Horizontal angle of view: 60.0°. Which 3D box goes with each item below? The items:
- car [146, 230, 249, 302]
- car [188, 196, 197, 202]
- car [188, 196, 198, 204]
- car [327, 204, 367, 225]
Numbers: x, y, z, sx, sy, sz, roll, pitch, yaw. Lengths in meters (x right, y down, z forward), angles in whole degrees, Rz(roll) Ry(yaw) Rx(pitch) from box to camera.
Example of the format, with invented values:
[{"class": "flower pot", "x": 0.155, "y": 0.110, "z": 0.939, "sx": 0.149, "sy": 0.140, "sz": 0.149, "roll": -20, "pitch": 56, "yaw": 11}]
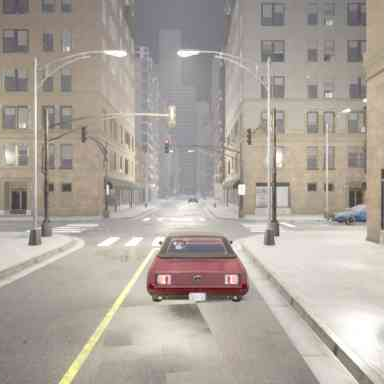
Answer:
[{"class": "car", "x": 0.093, "y": 1.601, "z": 8.214, "sx": 1.895, "sy": 1.301, "sz": 4.718, "roll": 0, "pitch": 0, "yaw": 0}, {"class": "car", "x": 0.098, "y": 1.567, "z": 75.127, "sx": 1.895, "sy": 1.301, "sz": 4.718, "roll": 0, "pitch": 0, "yaw": 0}, {"class": "car", "x": 0.180, "y": 1.507, "z": 65.198, "sx": 1.812, "sy": 1.442, "sz": 4.674, "roll": 0, "pitch": 0, "yaw": 0}, {"class": "car", "x": 12.198, "y": 1.512, "z": 22.804, "sx": 5.357, "sy": 1.411, "sz": 2.033, "roll": 0, "pitch": 0, "yaw": 3}]
